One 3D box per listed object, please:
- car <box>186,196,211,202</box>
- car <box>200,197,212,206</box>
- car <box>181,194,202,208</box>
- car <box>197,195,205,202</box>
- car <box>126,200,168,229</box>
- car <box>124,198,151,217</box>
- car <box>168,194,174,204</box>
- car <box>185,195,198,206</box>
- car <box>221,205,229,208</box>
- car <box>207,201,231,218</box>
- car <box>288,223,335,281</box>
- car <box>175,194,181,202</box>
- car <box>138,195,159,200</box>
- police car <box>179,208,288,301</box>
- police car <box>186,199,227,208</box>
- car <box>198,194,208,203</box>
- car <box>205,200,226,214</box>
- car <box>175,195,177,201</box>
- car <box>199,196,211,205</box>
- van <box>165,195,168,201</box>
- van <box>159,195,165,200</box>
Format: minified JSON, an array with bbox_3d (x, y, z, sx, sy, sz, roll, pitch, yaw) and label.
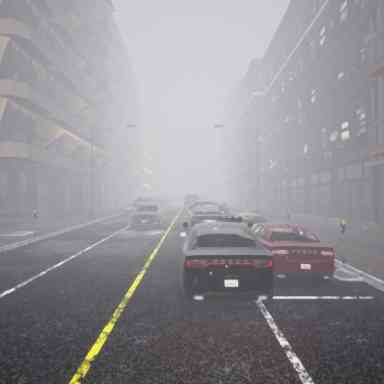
[{"bbox_3d":[0.792,1.379,24.392,2.097,1.767,4.553,0,0,0],"label":"car"},{"bbox_3d":[2.501,1.664,59.528,1.887,1.381,4.507,1,0,0],"label":"car"},{"bbox_3d":[-0.054,1.296,45.523,2.150,2.045,5.566,0,0,0],"label":"car"},{"bbox_3d":[2.429,1.676,87.185,1.967,1.590,4.097,1,0,0],"label":"car"},{"bbox_3d":[-2.877,1.528,22.163,1.837,1.490,4.892,0,0,0],"label":"car"},{"bbox_3d":[-5.338,1.568,31.757,1.752,1.417,4.829,2,0,0],"label":"car"},{"bbox_3d":[-5.382,1.455,65.110,2.192,1.841,5.009,1,0,0],"label":"car"},{"bbox_3d":[-0.083,1.473,59.934,2.097,1.767,4.553,0,0,0],"label":"car"},{"bbox_3d":[2.566,1.539,15.455,1.752,1.417,4.829,1,0,0],"label":"car"},{"bbox_3d":[2.541,1.588,31.875,1.887,1.381,4.507,1,0,0],"label":"car"},{"bbox_3d":[2.574,1.552,9.753,1.887,1.381,4.507,1,0,0],"label":"car"},{"bbox_3d":[-2.869,1.728,84.732,1.837,1.490,4.892,0,0,0],"label":"car"},{"bbox_3d":[-5.341,1.370,37.459,2.192,1.841,5.009,2,0,0],"label":"car"},{"bbox_3d":[0.705,1.431,8.527,1.930,1.638,5.238,0,0,0],"label":"police car"},{"bbox_3d":[0.801,1.443,18.529,1.930,1.638,5.238,0,0,0],"label":"police car"},{"bbox_3d":[2.448,1.499,76.123,2.192,1.841,5.009,1,0,0],"label":"car"},{"bbox_3d":[2.533,1.605,37.407,2.008,1.369,4.403,1,0,0],"label":"car"},{"bbox_3d":[-5.412,1.775,81.701,1.947,1.339,4.313,1,0,0],"label":"car"},{"bbox_3d":[2.503,1.580,65.061,1.967,1.590,4.097,1,0,0],"label":"car"},{"bbox_3d":[-5.366,1.442,54.049,1.690,1.788,3.998,1,0,0],"label":"van"},{"bbox_3d":[-5.357,1.424,48.517,1.690,1.788,3.998,2,0,0],"label":"van"}]
